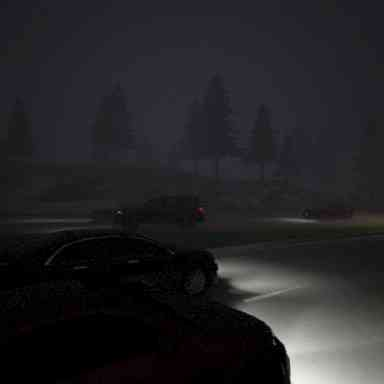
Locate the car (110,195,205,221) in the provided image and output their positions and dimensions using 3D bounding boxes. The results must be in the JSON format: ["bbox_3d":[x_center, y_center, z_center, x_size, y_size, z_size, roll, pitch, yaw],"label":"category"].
[{"bbox_3d":[-1.953,1.227,20.528,5.566,2.045,2.150,0,0,-8],"label":"car"}]

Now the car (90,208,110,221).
[{"bbox_3d":[-5.763,1.612,27.042,4.718,1.301,1.895,0,0,-7],"label":"car"}]

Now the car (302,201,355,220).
[{"bbox_3d":[11.486,1.516,27.901,4.674,1.442,1.812,0,0,-22],"label":"car"}]

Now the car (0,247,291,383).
[{"bbox_3d":[-1.020,1.566,3.025,4.181,1.385,1.994,0,0,-36],"label":"car"}]

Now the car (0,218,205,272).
[{"bbox_3d":[-1.640,1.508,6.849,4.892,1.490,1.837,0,0,-36],"label":"car"}]
